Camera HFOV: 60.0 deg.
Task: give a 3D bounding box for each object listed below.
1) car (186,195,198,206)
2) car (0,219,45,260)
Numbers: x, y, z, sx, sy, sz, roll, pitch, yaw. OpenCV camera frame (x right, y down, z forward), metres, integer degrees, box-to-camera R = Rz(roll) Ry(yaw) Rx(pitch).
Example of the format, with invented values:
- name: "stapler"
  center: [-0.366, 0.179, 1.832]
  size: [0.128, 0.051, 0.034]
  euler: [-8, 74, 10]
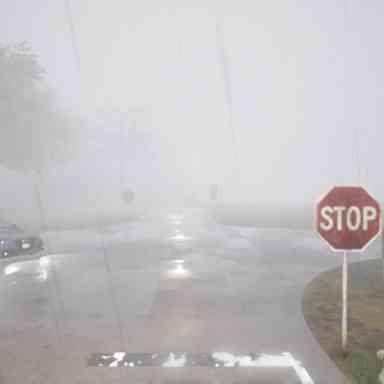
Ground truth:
- name: "car"
  center: [0.022, 1.617, 56.475]
  size: [2.033, 1.411, 5.357]
  euler: [0, 0, 0]
- name: "car"
  center: [-7.402, 1.657, 11.947]
  size: [4.181, 1.385, 1.994]
  euler: [-1, 0, 23]
